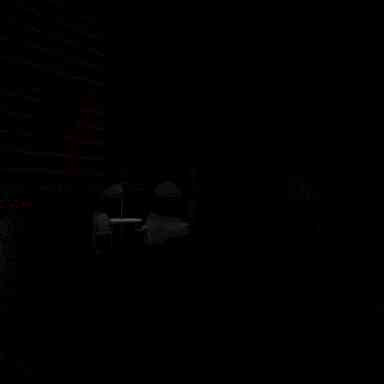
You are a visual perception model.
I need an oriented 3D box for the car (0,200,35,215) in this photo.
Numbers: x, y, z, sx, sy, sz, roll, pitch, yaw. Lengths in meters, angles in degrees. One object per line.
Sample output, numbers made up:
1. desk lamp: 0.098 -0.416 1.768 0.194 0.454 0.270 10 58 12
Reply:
1. car: -18.129 1.533 32.575 1.882 1.535 5.008 0 0 40
